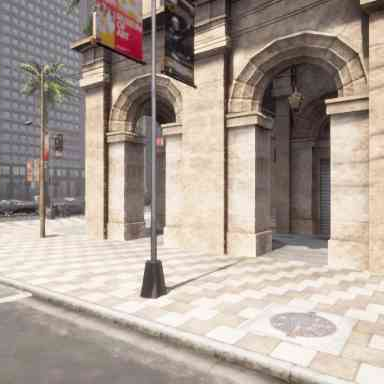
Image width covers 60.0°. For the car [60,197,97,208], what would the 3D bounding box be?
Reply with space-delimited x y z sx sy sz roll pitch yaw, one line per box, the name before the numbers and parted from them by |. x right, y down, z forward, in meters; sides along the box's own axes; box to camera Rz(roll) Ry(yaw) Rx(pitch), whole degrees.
car | -16.515 1.513 48.729 2.161 1.482 4.786 0 0 35

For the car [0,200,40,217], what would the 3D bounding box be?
car | -16.324 1.491 31.346 2.128 1.511 4.902 0 0 36

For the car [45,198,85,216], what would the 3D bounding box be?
car | -11.451 1.563 32.134 1.994 1.385 4.181 0 0 36

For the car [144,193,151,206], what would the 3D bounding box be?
car | -9.000 1.221 53.879 2.150 2.045 5.566 0 0 35
